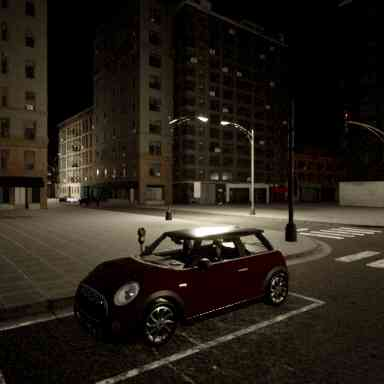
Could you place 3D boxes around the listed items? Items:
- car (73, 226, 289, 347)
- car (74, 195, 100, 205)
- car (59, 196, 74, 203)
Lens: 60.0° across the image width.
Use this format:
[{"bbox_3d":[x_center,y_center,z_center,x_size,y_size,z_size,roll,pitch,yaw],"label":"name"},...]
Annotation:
[{"bbox_3d":[-0.052,1.440,6.265,4.097,1.590,1.967,0,0,-38],"label":"car"},{"bbox_3d":[-15.842,1.221,51.149,2.128,1.511,4.902,0,0,-38],"label":"car"},{"bbox_3d":[-22.165,1.275,59.248,1.895,1.301,4.718,0,0,-39],"label":"car"}]
